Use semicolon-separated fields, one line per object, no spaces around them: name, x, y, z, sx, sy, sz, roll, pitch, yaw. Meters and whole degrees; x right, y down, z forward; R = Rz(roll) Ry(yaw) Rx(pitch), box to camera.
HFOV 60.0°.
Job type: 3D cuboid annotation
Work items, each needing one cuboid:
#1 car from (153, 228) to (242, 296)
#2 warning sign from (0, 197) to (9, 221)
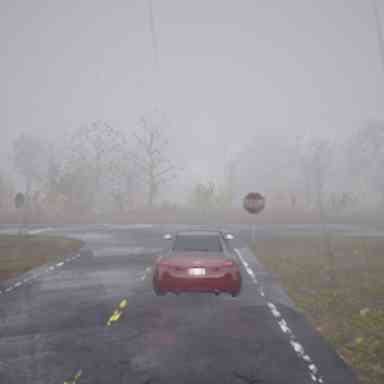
car;0.174;1.638;8.914;1.994;1.385;4.181;0;0;2
warning sign;-15.540;1.357;26.642;1.060;1.860;1.300;0;-1;2
